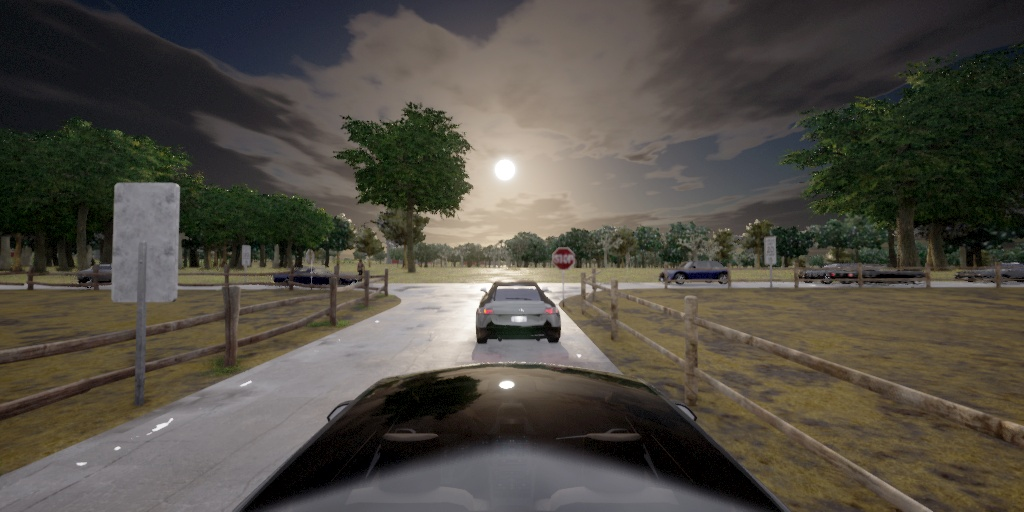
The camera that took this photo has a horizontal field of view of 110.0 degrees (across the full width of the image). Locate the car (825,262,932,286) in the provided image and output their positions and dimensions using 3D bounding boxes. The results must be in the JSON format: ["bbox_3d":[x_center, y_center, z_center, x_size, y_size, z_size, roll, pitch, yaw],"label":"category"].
[{"bbox_3d":[23.244,1.226,22.682,4.718,1.301,1.895,0,-2,3],"label":"car"}]

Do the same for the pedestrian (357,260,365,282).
[{"bbox_3d":[-12.135,1.177,28.741,0.375,1.860,0.375,0,-1,0],"label":"pedestrian"}]

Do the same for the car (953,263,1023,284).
[{"bbox_3d":[34.244,1.173,24.622,5.357,1.411,2.033,-1,-2,8],"label":"car"}]

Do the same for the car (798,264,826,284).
[{"bbox_3d":[23.208,1.204,25.507,4.892,1.490,1.837,0,-1,2],"label":"car"}]

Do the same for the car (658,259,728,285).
[{"bbox_3d":[12.941,1.102,25.633,4.553,1.767,2.097,0,-1,-1],"label":"car"}]

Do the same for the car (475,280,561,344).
[{"bbox_3d":[0.081,1.323,9.675,1.994,1.385,4.181,0,0,-2],"label":"car"}]

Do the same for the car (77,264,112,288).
[{"bbox_3d":[-24.392,1.251,22.755,4.902,1.511,2.128,0,-1,0],"label":"car"}]

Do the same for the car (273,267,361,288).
[{"bbox_3d":[-12.122,1.358,22.567,4.718,1.301,1.895,0,-1,3],"label":"car"}]
